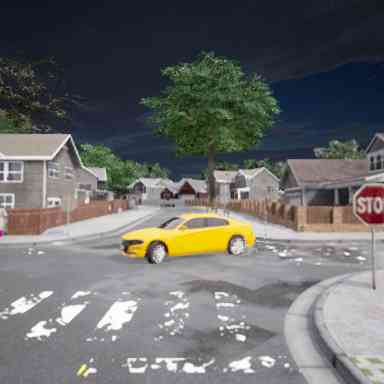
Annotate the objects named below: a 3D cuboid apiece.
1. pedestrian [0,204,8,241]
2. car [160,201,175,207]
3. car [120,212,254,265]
[{"bbox_3d":[-9.649,1.512,16.711,0.375,1.860,0.375,0,-2,1],"label":"pedestrian"},{"bbox_3d":[-5.083,2.458,68.574,1.994,1.385,4.181,1,-2,-27],"label":"car"},{"bbox_3d":[-0.085,1.543,12.137,5.008,1.535,1.882,0,-2,-26],"label":"car"}]
